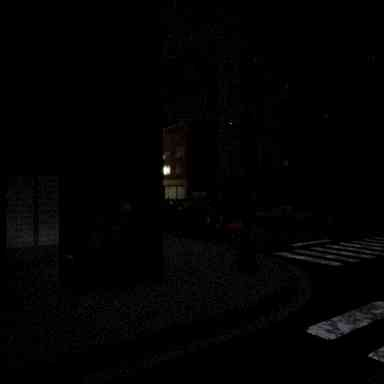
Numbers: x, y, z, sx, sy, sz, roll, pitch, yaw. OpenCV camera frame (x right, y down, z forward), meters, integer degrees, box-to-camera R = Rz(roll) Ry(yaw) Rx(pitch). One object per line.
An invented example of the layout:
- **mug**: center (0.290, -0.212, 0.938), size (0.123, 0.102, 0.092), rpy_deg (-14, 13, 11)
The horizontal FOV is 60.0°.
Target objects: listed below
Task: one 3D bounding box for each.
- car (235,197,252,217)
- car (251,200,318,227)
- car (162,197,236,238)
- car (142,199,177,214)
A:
- **car**: center (2.971, 1.312, 27.184), size (2.192, 1.841, 5.009), rpy_deg (0, 0, -35)
- **car**: center (6.162, 1.529, 22.694), size (1.752, 1.417, 4.829), rpy_deg (0, 0, -35)
- **car**: center (-0.284, 1.284, 17.912), size (2.192, 1.841, 5.009), rpy_deg (0, 0, -35)
- **car**: center (-3.611, 1.529, 36.441), size (1.887, 1.381, 4.507), rpy_deg (0, 0, -35)
